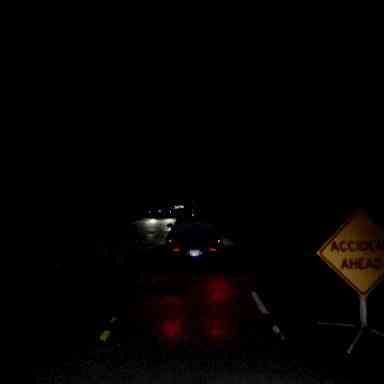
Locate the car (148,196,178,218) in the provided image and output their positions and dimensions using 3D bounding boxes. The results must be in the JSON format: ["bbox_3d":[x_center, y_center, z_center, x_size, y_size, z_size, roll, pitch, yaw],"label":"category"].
[{"bbox_3d":[-2.856,1.387,32.185,2.150,2.045,5.566,0,-1,0],"label":"car"}]

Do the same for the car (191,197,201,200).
[{"bbox_3d":[0.947,2.082,74.790,2.150,2.045,5.566,0,-1,0],"label":"car"}]

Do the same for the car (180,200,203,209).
[{"bbox_3d":[0.091,1.767,32.329,1.895,1.301,4.718,0,-1,0],"label":"car"}]

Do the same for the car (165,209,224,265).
[{"bbox_3d":[0.084,1.559,11.753,1.812,1.442,4.674,0,0,0],"label":"car"}]

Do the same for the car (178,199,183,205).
[{"bbox_3d":[-2.765,2.273,73.242,2.128,1.511,4.902,0,-1,0],"label":"car"}]

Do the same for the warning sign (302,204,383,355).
[{"bbox_3d":[2.429,1.130,4.763,1.300,1.860,1.060,-1,-1,0],"label":"warning sign"}]
